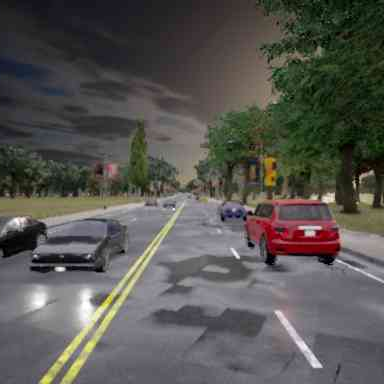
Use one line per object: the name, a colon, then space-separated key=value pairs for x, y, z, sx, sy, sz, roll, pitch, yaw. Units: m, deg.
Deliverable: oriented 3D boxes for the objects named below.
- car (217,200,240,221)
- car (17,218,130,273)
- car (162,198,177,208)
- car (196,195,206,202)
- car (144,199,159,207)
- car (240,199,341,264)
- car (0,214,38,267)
car: x=3.321 y=1.473 z=28.424 sx=2.097 sy=1.767 sz=4.553 roll=0 pitch=0 yaw=0
car: x=-3.353 y=1.596 z=11.128 sx=2.033 sy=1.411 sz=5.357 roll=0 pitch=0 yaw=0
car: x=-3.430 y=1.724 z=51.010 sx=1.837 sy=1.490 sz=4.892 roll=0 pitch=0 yaw=0
car: x=2.881 y=1.904 z=90.344 sx=1.882 sy=1.535 sz=5.008 roll=0 pitch=0 yaw=0
car: x=-6.680 y=1.803 z=55.138 sx=1.994 sy=1.385 sz=4.181 roll=0 pitch=0 yaw=0
car: x=3.347 y=1.273 z=12.119 sx=2.150 sy=2.045 sz=5.566 roll=0 pitch=0 yaw=0
car: x=-6.601 y=1.541 z=11.236 sx=2.128 sy=1.511 sz=4.902 roll=0 pitch=0 yaw=0
